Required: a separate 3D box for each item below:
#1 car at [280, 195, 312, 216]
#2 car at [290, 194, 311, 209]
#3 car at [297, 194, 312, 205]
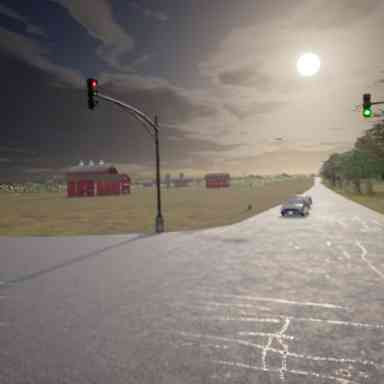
[{"bbox_3d":[9.090,1.269,29.160,2.033,1.411,5.357,-1,0,26],"label":"car"},{"bbox_3d":[12.669,1.092,38.635,2.128,1.511,4.902,-1,0,21],"label":"car"},{"bbox_3d":[16.330,1.062,48.169,1.895,1.301,4.718,-1,1,21],"label":"car"}]
